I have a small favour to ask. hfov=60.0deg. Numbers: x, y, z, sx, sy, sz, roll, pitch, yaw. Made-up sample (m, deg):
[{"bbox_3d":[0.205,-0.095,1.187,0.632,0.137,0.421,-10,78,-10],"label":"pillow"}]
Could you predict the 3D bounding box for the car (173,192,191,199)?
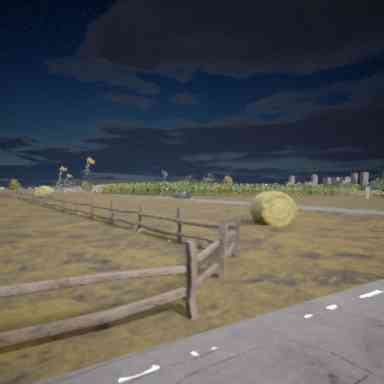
[{"bbox_3d":[-1.967,0.684,64.760,1.994,1.385,4.181,2,0,-35],"label":"car"}]
